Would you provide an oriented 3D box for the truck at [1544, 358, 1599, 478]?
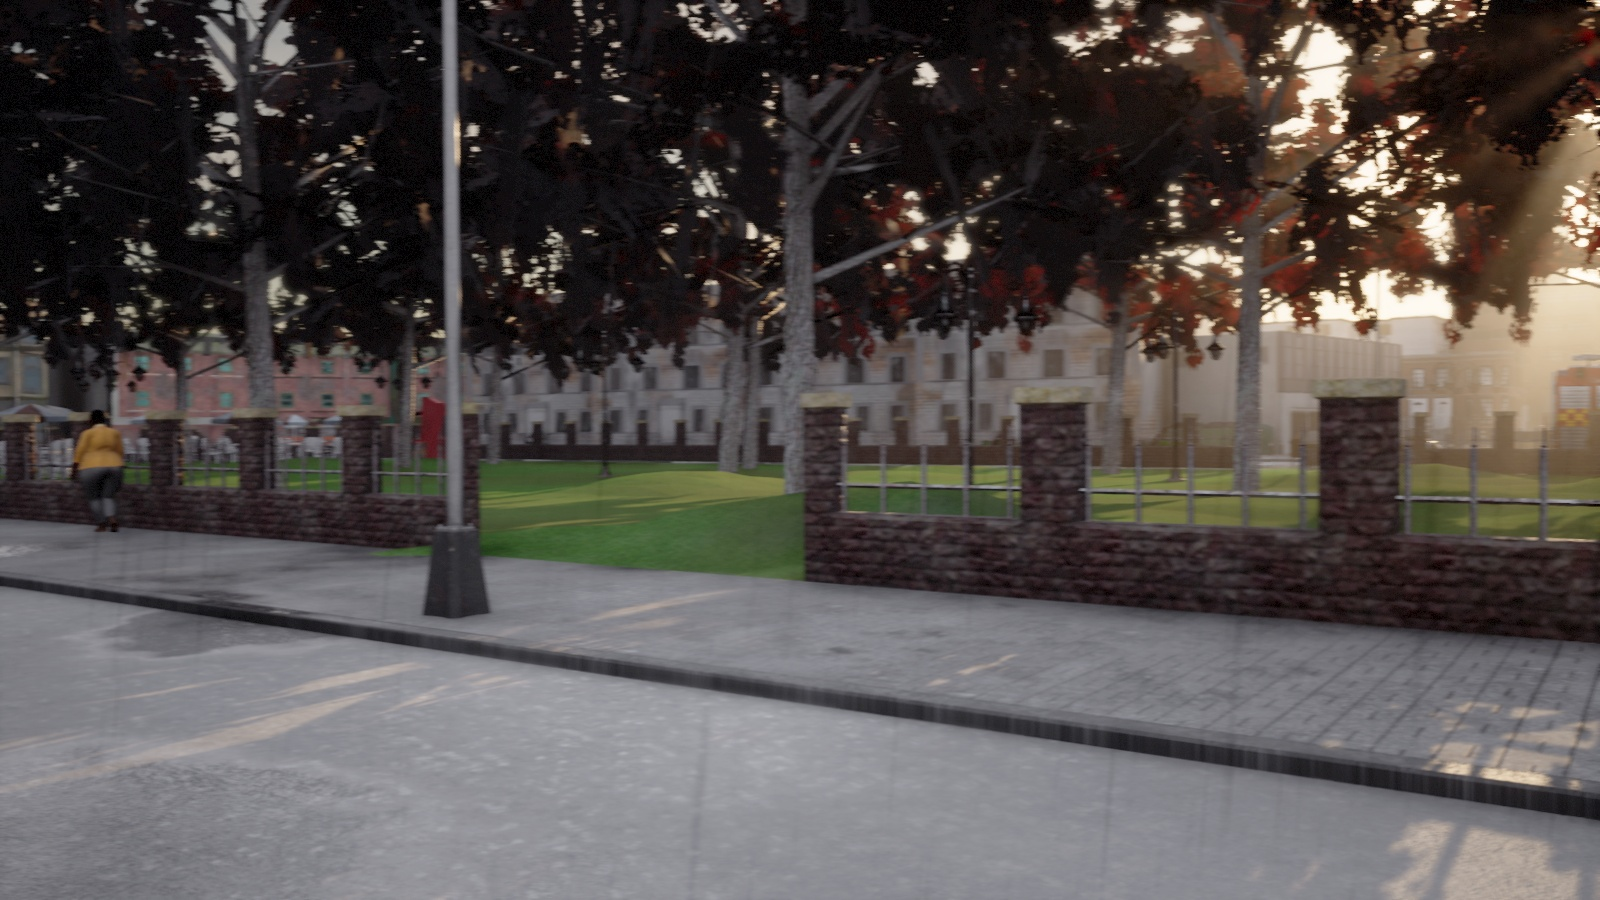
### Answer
[{"bbox_3d":[28.666,-1.015,39.891,8.468,3.827,2.891,1,1,35],"label":"truck"}]

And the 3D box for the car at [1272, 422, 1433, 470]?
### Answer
[{"bbox_3d":[20.113,-0.179,45.802,5.027,1.651,2.152,1,1,35],"label":"car"}]

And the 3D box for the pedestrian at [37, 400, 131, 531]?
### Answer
[{"bbox_3d":[-10.484,0.213,18.391,0.900,1.855,0.874,1,1,35],"label":"pedestrian"}]

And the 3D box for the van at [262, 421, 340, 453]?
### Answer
[{"bbox_3d":[-32.113,-0.838,80.916,4.442,1.987,1.775,0,1,-15],"label":"van"}]
